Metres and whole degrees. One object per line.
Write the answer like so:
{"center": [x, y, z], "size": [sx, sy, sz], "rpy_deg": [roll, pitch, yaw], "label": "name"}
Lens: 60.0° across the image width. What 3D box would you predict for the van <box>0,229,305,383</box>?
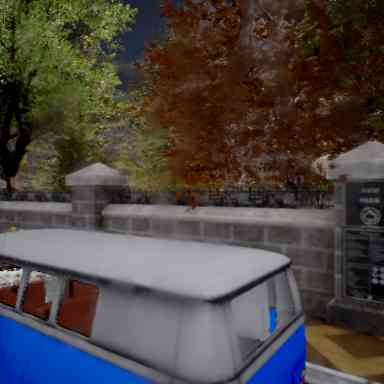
{"center": [-0.920, 1.351, 3.371], "size": [3.998, 1.788, 1.690], "rpy_deg": [0, 0, 35], "label": "van"}
